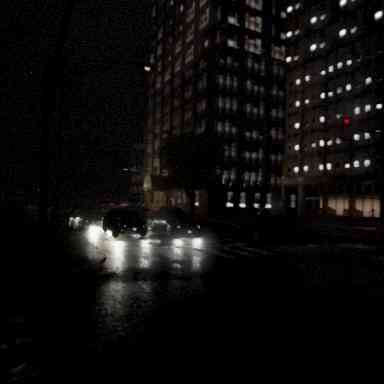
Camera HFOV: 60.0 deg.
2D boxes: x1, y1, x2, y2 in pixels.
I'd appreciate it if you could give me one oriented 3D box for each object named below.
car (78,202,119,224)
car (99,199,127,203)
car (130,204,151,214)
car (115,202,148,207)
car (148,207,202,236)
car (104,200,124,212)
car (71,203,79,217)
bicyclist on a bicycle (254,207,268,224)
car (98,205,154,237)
[{"bbox_3d":[-8.164,1.865,28.560,2.128,1.511,4.902,2,-2,-25],"label":"car"},{"bbox_3d":[-9.820,1.824,39.598,2.150,2.045,5.566,2,-2,-25],"label":"car"},{"bbox_3d":[-7.898,2.545,50.809,1.895,1.301,4.718,2,-2,-26],"label":"car"},{"bbox_3d":[-5.451,1.994,30.411,2.128,1.511,4.902,2,-2,-26],"label":"car"},{"bbox_3d":[-1.259,1.954,21.640,2.033,1.411,5.357,2,-2,-26],"label":"car"},{"bbox_3d":[-12.468,2.211,52.953,2.097,1.767,4.553,2,-2,-25],"label":"car"},{"bbox_3d":[-12.471,1.950,37.594,1.882,1.535,5.008,2,-2,-25],"label":"car"},{"bbox_3d":[6.401,2.171,30.793,1.656,1.620,0.582,2,-1,-26],"label":"bicyclist on a bicycle"},{"bbox_3d":[-4.119,1.786,20.099,1.837,1.490,4.892,2,-2,-26],"label":"car"}]
